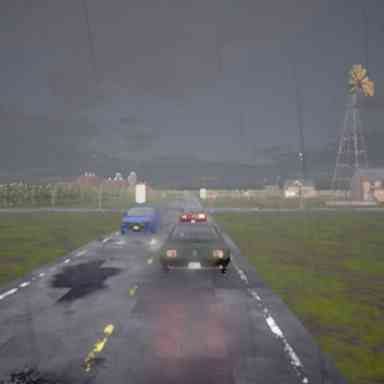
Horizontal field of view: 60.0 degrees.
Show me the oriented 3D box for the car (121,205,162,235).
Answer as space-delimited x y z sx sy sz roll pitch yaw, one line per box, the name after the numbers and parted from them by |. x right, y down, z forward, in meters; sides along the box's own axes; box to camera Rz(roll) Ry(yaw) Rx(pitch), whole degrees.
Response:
-2.833 1.544 19.457 1.882 1.535 5.008 0 0 0 | car

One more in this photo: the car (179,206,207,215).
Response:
0.082 1.682 24.308 1.895 1.301 4.718 0 0 0 | car

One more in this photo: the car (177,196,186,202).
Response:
-2.722 1.734 87.752 1.837 1.490 4.892 0 0 0 | car

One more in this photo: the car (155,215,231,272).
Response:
0.085 1.639 10.859 1.895 1.301 4.718 0 0 0 | car
